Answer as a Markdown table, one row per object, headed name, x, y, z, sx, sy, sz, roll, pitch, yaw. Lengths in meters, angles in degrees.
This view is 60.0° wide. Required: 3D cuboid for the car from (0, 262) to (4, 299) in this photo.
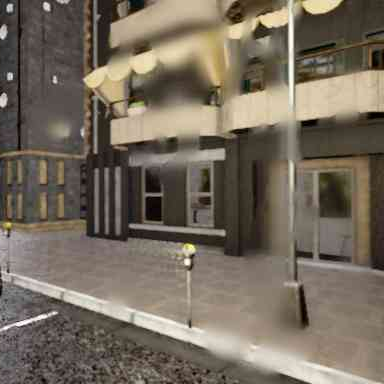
| name | x | y | z | sx | sy | sz | roll | pitch | yaw |
| --- | --- | --- | --- | --- | --- | --- | --- | --- | --- |
| car | -5.652 | 1.375 | 6.761 | 4.097 | 1.590 | 1.967 | 1 | 0 | 35 |
